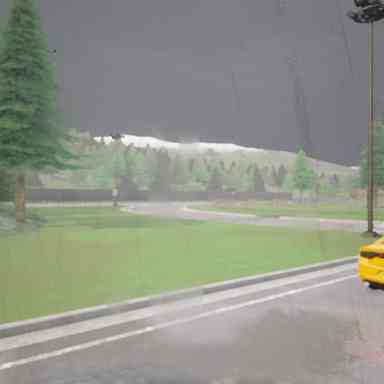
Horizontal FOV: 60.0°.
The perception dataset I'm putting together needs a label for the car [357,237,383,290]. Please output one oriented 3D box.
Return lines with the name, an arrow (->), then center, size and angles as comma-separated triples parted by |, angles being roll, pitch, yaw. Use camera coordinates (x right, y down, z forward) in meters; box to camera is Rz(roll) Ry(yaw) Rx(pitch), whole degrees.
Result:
car -> 6.063, 1.569, 8.124 | 5.008, 1.535, 1.882 | 1, 0, -35
